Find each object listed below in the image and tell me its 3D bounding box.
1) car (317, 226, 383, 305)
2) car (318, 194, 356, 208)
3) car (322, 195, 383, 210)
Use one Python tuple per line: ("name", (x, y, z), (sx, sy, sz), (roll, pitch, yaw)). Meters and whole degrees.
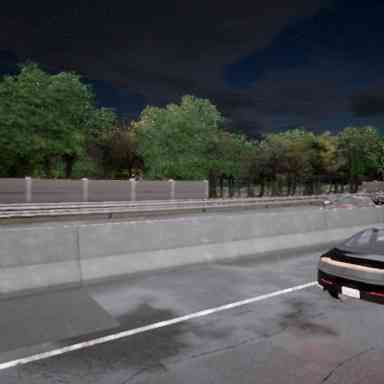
("car", (4.667, 1.470, 7.021), (4.902, 1.511, 2.128), (0, 0, -35))
("car", (17.917, 1.110, 40.907), (4.902, 1.511, 2.128), (-1, 1, -37))
("car", (11.918, 1.166, 25.050), (4.553, 1.767, 2.097), (-1, 0, -34))
